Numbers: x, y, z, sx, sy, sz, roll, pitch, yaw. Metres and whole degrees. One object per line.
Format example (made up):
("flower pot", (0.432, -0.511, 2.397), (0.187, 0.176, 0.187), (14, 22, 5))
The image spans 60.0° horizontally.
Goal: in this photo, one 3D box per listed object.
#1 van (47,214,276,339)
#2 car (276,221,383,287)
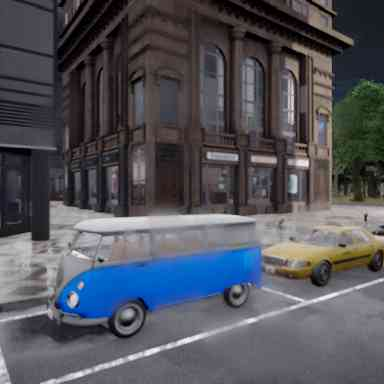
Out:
("van", (-0.462, 1.348, 6.316), (3.998, 1.788, 1.690), (0, 0, -35))
("car", (3.832, 1.544, 9.367), (4.829, 1.417, 1.752), (0, 0, -35))
